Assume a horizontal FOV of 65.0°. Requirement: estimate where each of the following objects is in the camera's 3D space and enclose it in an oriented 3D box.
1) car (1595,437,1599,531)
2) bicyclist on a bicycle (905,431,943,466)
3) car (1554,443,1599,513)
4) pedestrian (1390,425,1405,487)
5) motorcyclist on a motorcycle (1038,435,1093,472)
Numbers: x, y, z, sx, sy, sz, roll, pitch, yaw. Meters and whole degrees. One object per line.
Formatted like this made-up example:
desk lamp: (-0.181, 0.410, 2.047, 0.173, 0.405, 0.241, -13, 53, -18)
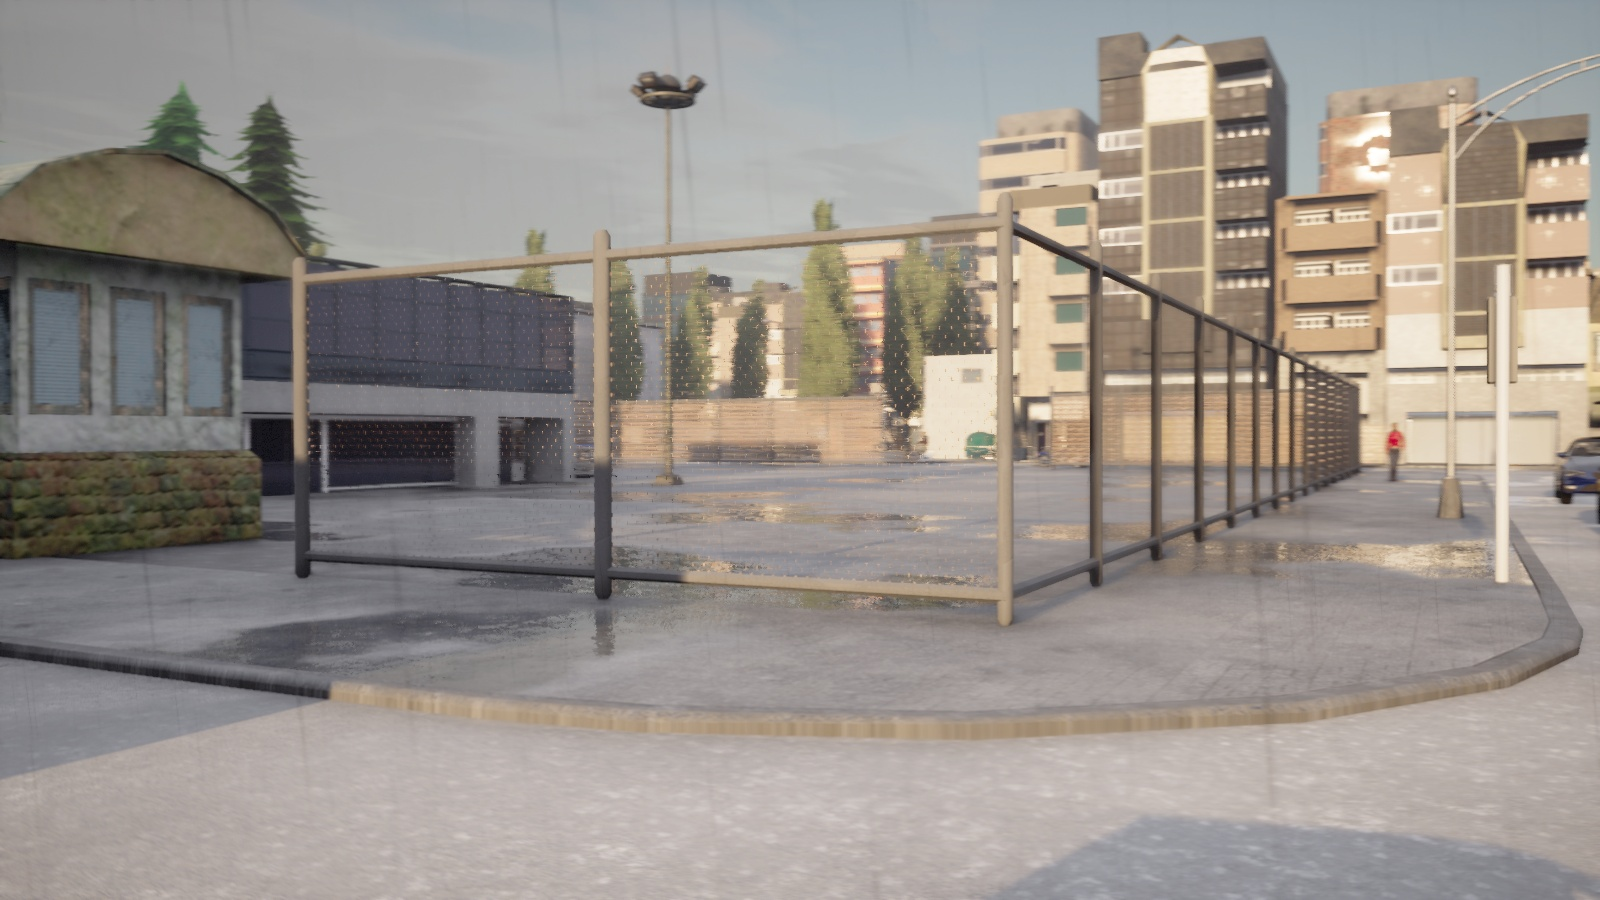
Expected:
car: (13.684, 0.593, 19.715, 1.801, 1.575, 5.366, 1, 1, 30)
bicyclist on a bicycle: (6.443, -0.068, 65.228, 1.843, 1.776, 0.659, 1, 1, 28)
car: (18.167, 0.584, 28.330, 1.816, 1.474, 4.193, 1, 1, 29)
pedestrian: (17.859, 0.166, 37.539, 0.331, 1.846, 0.636, 1, 1, 29)
motorcyclist on a motorcycle: (12.196, 0.132, 57.698, 2.350, 1.649, 0.766, 1, 1, 28)
